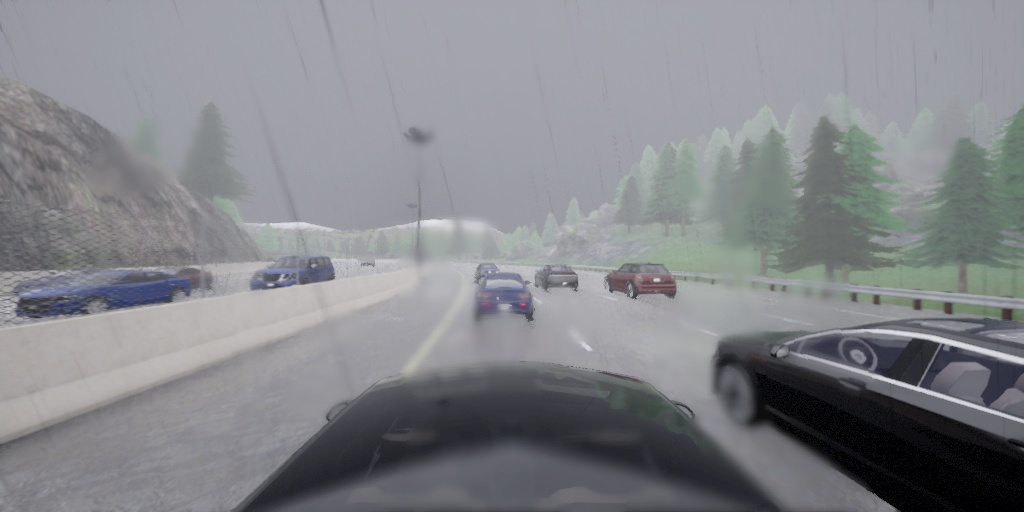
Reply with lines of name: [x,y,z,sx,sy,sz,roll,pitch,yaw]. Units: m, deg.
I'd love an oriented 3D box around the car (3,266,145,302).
car: [-22.001,1.329,18.399,1.812,1.442,4.674,0,0,-6]

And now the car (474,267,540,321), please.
car: [-0.307,1.279,12.333,1.812,1.442,4.674,0,0,-3]

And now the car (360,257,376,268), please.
car: [-21.514,0.944,53.800,1.882,1.535,5.008,0,0,-16]

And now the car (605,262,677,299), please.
car: [6.311,1.093,18.100,2.097,1.767,4.553,0,0,-4]

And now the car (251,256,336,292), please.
car: [-11.545,1.002,19.504,2.150,2.045,5.566,0,0,-6]

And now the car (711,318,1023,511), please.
car: [3.521,1.234,2.744,2.128,1.511,4.902,0,0,0]

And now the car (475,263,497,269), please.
car: [-2.114,1.311,30.531,2.033,1.411,5.357,0,0,-8]

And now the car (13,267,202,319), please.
car: [-14.571,1.263,13.266,1.882,1.535,5.008,0,0,-4]

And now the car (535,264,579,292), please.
car: [2.525,1.242,21.159,2.128,1.511,4.902,0,0,-6]

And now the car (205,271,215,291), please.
car: [-18.616,1.322,19.717,1.812,1.442,4.674,0,0,-6]
